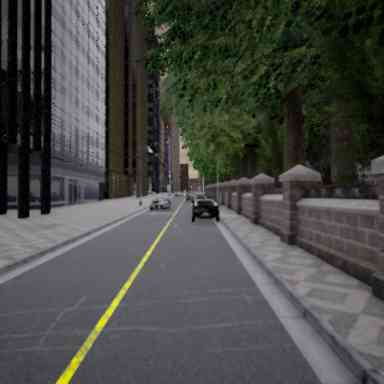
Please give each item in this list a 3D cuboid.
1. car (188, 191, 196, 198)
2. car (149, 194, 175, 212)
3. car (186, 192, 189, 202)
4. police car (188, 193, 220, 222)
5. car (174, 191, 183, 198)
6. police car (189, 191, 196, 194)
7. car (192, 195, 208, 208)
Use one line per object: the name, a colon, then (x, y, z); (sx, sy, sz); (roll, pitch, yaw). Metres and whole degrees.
car: (-0.008, 0.600, 76.060); (1.812, 1.442, 4.674); (0, 1, 0)
car: (-3.091, 1.201, 33.390); (1.994, 1.385, 4.181); (0, 1, 0)
car: (-0.006, 0.727, 57.831); (2.097, 1.767, 4.553); (0, 1, 0)
police car: (0.897, 1.168, 23.925); (1.930, 1.638, 5.238); (0, 1, 0)
car: (-3.008, 0.495, 74.833); (2.033, 1.411, 5.357); (0, 1, 0)
police car: (0.896, 1.056, 33.927); (1.930, 1.638, 5.238); (0, 1, 0)
car: (0.896, 1.092, 39.819); (1.812, 1.442, 4.674); (0, 1, 0)
